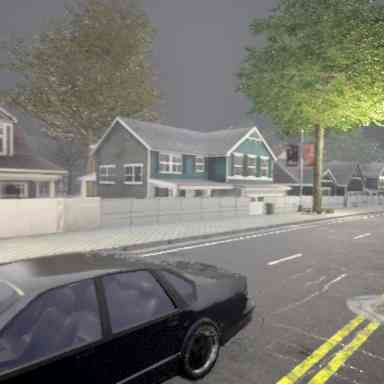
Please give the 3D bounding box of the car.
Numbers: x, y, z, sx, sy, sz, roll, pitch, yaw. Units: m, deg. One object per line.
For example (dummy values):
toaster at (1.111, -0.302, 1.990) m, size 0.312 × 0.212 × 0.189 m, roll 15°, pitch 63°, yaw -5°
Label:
car at (-1.428, 1.434, 3.453) m, size 2.033 × 1.411 × 5.357 m, roll 2°, pitch 2°, yaw 43°
